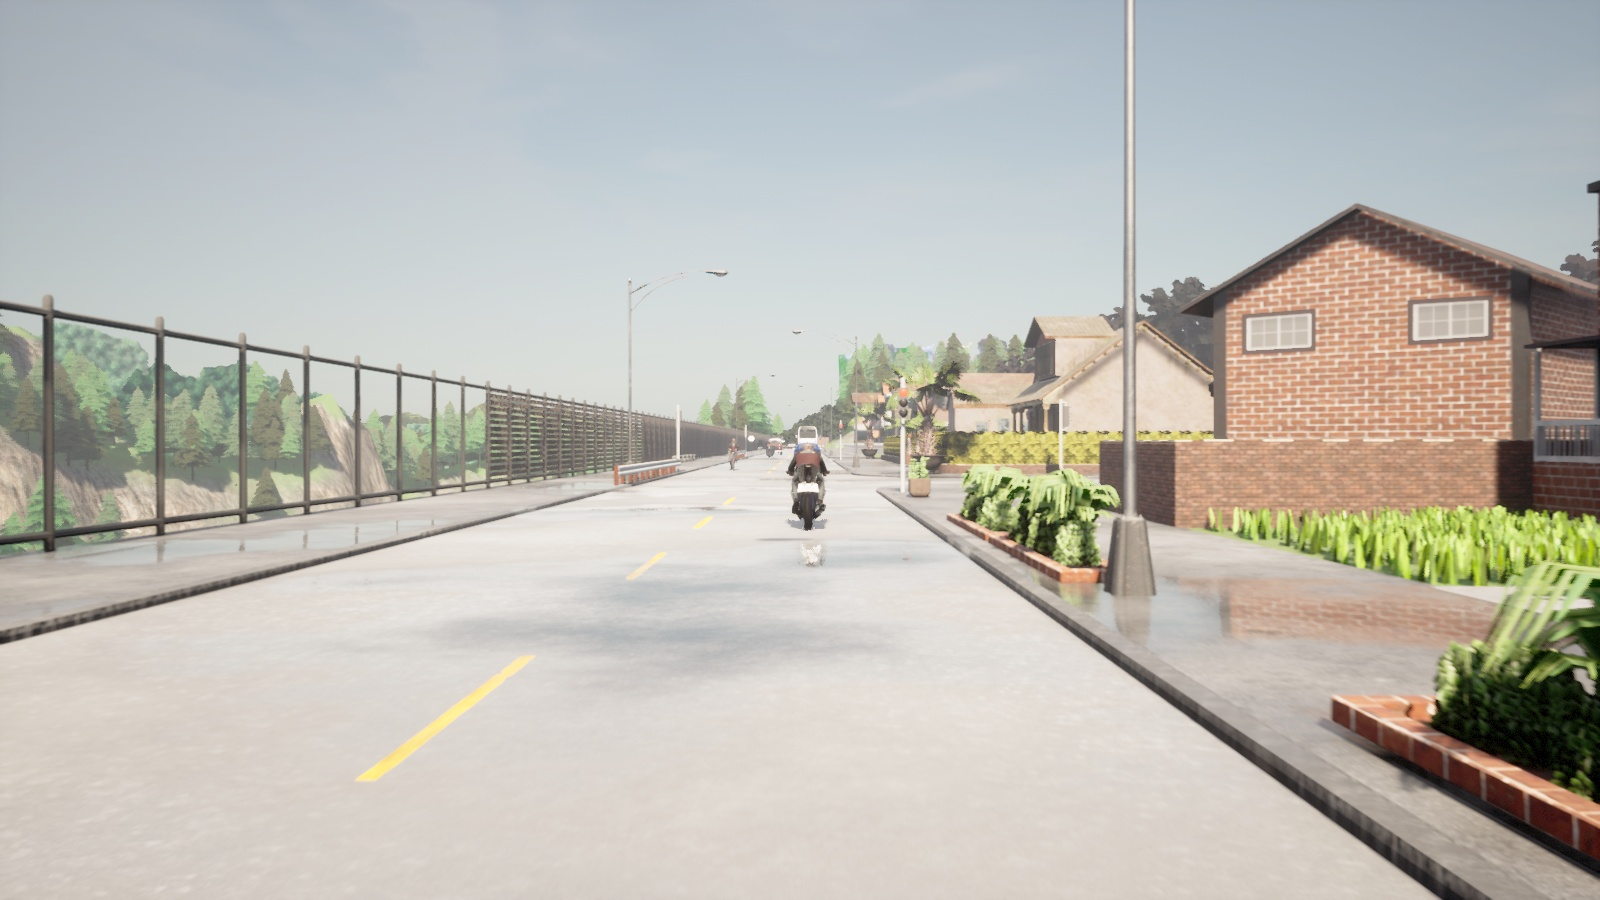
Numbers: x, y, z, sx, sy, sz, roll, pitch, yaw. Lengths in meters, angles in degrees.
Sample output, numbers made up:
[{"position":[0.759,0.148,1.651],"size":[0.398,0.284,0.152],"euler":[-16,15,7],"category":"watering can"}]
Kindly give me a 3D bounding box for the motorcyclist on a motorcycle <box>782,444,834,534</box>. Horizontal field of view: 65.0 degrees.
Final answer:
[{"position":[0.143,0.655,22.378],"size":[0.866,1.530,2.191],"euler":[0,0,0],"category":"motorcyclist on a motorcycle"}]
